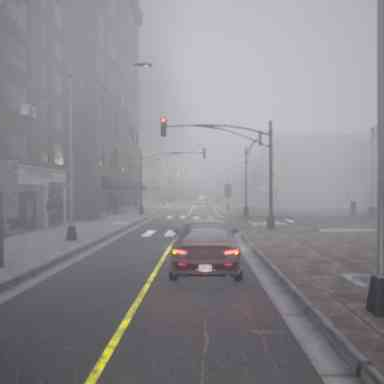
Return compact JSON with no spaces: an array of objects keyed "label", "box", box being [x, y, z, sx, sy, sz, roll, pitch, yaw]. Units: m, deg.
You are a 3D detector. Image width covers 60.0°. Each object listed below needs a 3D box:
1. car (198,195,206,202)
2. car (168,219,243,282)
[{"label":"car","box":[2.407,1.483,77.596,1.812,1.442,4.674,0,0,2]},{"label":"car","box":[0.401,1.515,9.649,1.812,1.442,4.674,0,0,3]}]
